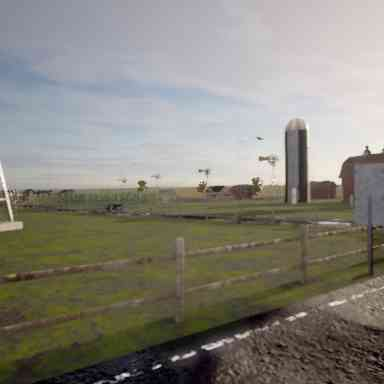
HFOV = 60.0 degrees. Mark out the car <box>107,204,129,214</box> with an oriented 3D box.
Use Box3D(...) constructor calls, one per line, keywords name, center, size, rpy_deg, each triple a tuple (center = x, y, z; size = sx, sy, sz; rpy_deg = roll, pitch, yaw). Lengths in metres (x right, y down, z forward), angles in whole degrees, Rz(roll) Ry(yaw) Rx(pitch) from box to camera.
Box3D(name="car", center=(-11.294, 2.506, 50.394), size=(1.812, 1.442, 4.674), rpy_deg=(-1, -1, -41))
